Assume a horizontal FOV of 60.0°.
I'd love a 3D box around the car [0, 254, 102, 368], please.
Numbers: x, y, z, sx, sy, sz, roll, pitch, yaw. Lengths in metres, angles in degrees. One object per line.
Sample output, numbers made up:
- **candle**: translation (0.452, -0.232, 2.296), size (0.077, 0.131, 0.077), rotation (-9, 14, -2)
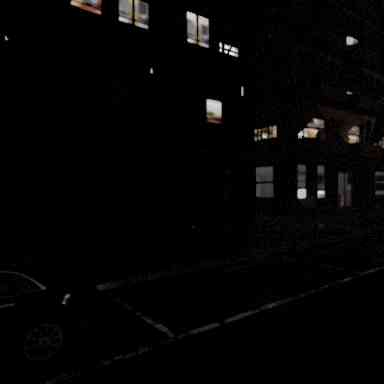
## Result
- **car**: translation (-3.362, 1.569, 4.113), size (4.403, 1.369, 2.008), rotation (-2, 2, -36)
